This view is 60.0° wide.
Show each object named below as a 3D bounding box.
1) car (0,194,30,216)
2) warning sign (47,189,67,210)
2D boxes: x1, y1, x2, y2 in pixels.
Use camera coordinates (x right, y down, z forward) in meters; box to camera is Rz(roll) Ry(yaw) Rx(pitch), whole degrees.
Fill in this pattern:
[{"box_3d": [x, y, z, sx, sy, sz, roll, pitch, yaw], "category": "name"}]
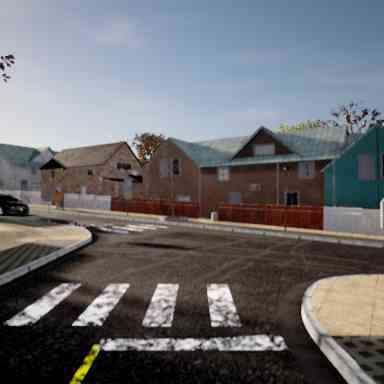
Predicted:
[{"box_3d": [-14.337, 0.960, 25.280, 4.892, 1.490, 1.837, 2, 0, 32], "category": "car"}, {"box_3d": [-12.289, 0.666, 30.288, 1.060, 1.860, 1.300, -1, 1, 32], "category": "warning sign"}]
